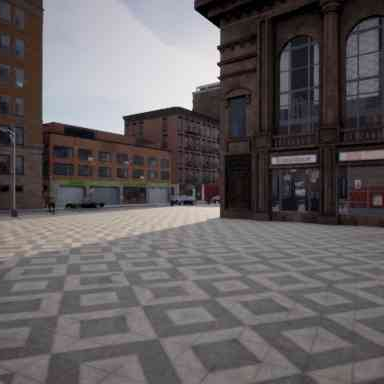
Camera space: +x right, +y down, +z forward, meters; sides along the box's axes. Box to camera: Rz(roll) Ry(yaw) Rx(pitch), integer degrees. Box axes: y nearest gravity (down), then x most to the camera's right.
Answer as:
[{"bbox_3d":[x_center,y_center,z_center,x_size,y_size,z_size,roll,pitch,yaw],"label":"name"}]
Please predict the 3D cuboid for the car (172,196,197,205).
[{"bbox_3d":[-1.209,1.468,57.235,1.812,1.442,4.674,0,0,36],"label":"car"}]

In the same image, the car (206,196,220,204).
[{"bbox_3d":[4.448,1.445,59.942,1.837,1.490,4.892,0,0,36],"label":"car"}]

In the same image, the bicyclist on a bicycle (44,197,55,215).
[{"bbox_3d":[-13.015,1.285,30.370,1.656,1.620,0.582,0,0,36],"label":"bicyclist on a bicycle"}]

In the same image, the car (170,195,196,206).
[{"bbox_3d":[-1.373,1.303,51.787,2.097,1.767,4.553,0,0,36],"label":"car"}]

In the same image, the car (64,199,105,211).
[{"bbox_3d":[-13.142,1.564,40.850,1.895,1.301,4.718,0,0,36],"label":"car"}]
